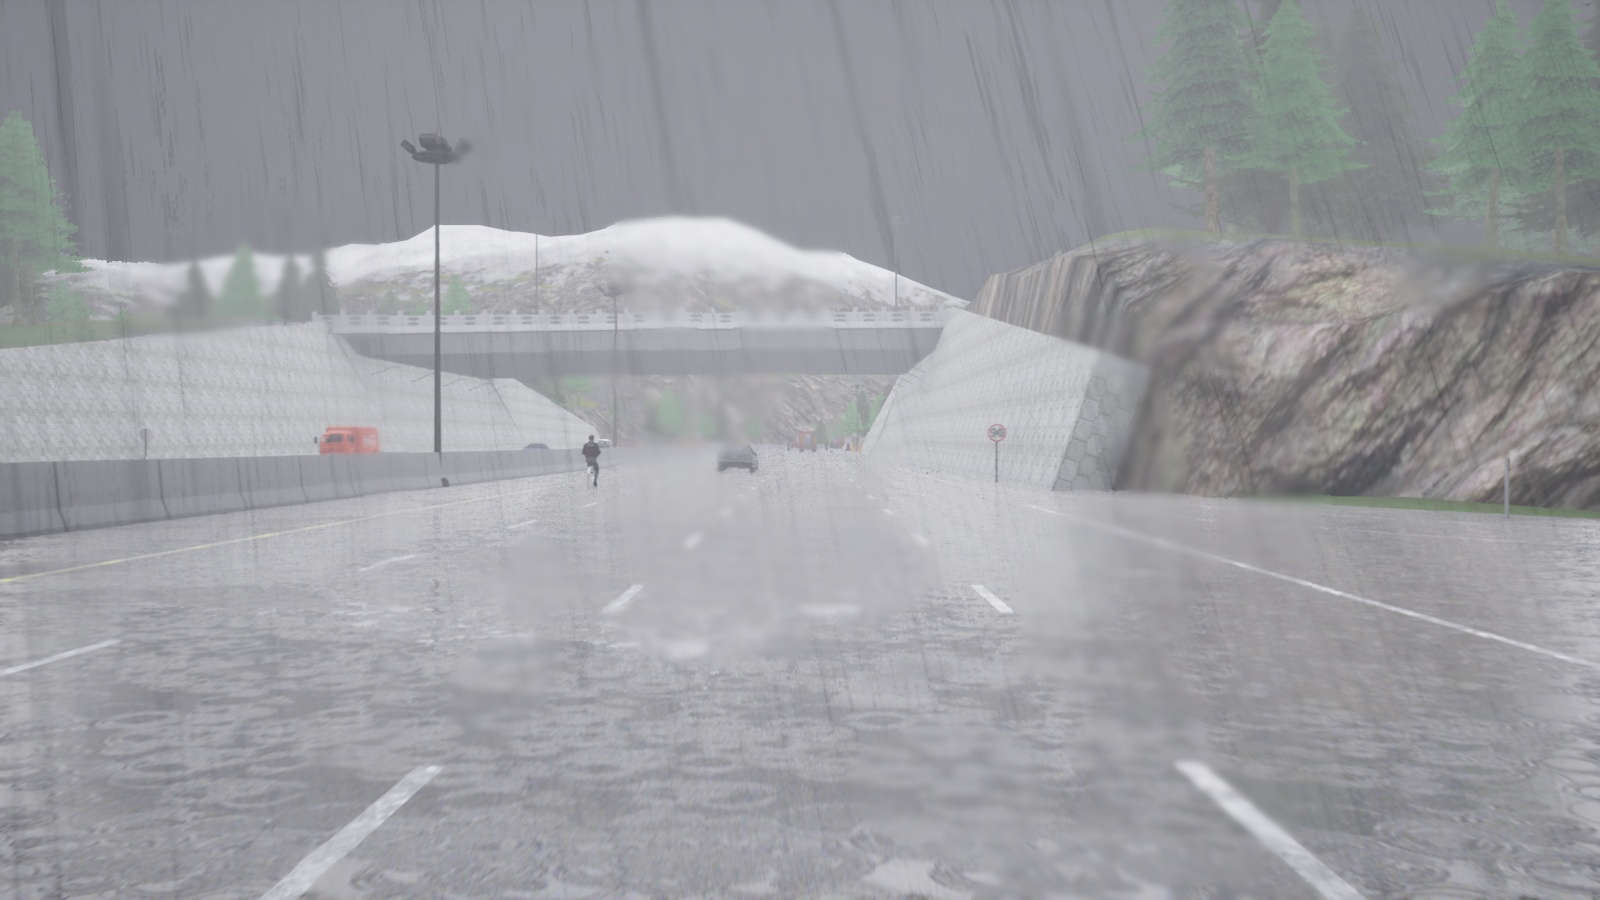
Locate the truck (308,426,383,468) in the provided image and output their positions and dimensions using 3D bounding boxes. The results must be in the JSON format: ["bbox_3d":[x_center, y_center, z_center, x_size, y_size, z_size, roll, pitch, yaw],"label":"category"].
[{"bbox_3d":[-27.551,-0.193,76.298,2.627,2.467,5.204,0,0,0],"label":"truck"}]

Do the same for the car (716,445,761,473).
[{"bbox_3d":[-3.116,0.426,64.828,2.033,1.411,5.357,0,0,0],"label":"car"}]
